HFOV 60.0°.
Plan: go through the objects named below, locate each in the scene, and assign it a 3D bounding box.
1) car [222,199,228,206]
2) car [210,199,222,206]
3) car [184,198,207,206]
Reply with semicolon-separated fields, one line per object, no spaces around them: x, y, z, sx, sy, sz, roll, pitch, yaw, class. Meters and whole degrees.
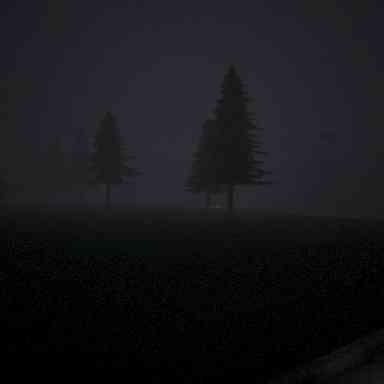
5.968;2.074;67.752;1.994;1.385;4.181;1;0;-36;car
3.130;1.996;65.706;1.812;1.442;4.674;1;0;-36;car
0.291;1.958;63.659;1.812;1.442;4.674;1;0;-36;car
